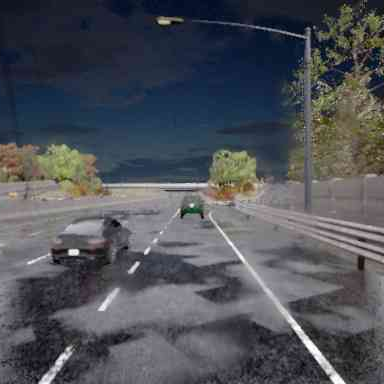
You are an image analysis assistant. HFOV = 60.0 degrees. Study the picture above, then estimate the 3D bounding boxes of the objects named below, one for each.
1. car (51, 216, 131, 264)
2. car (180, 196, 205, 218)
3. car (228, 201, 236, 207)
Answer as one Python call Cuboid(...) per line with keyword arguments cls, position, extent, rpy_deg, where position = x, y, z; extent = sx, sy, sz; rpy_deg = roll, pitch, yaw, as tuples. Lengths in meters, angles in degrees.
Cuboid(cls="car", position=(-3.406, 1.581, 11.885), extent=(1.812, 1.442, 4.674), rpy_deg=(0, 0, 0))
Cuboid(cls="car", position=(0.070, 1.377, 32.485), extent=(2.150, 2.045, 5.566), rpy_deg=(0, 0, 2))
Cuboid(cls="car", position=(9.171, 2.482, 69.724), extent=(1.895, 1.301, 4.718), rpy_deg=(0, -1, 27))
